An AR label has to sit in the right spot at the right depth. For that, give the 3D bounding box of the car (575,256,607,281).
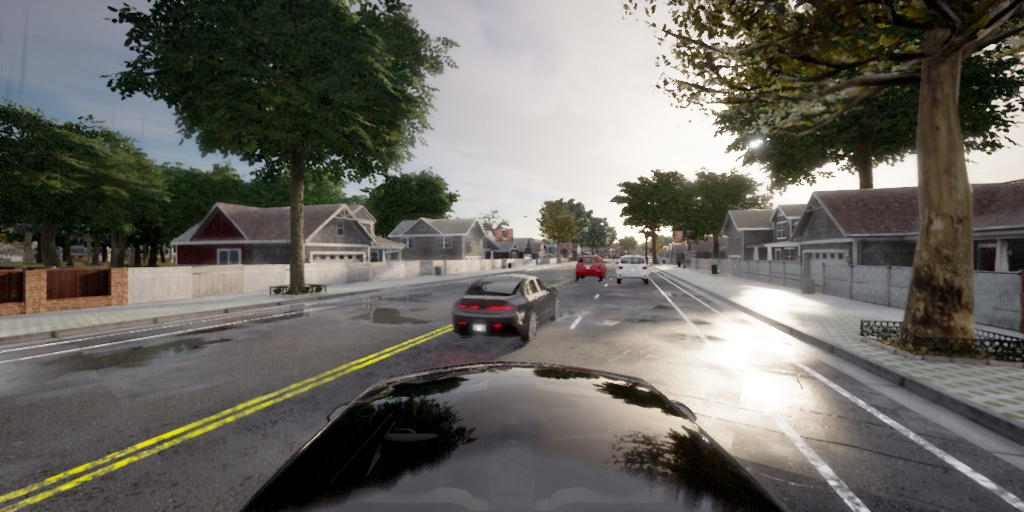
[{"bbox_3d":[6.671,0.993,30.152,2.150,2.045,5.566,0,0,18],"label":"car"}]

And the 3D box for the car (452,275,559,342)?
[{"bbox_3d":[0.060,1.265,9.977,1.837,1.490,4.892,0,1,18],"label":"car"}]

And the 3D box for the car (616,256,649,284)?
[{"bbox_3d":[9.221,0.991,27.494,2.150,2.045,5.566,0,0,18],"label":"car"}]
